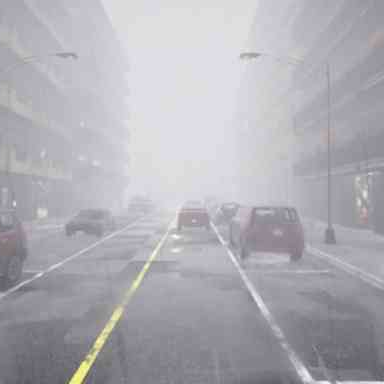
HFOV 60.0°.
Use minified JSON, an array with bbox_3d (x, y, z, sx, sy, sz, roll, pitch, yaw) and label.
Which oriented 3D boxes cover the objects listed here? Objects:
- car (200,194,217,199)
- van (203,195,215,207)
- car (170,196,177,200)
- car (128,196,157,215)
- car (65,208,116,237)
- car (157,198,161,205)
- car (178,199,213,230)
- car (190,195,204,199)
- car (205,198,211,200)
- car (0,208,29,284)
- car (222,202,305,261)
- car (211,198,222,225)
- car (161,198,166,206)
[{"bbox_3d":[2.583,1.328,45.483,2.192,1.841,5.009,1,0,0],"label":"car"},{"bbox_3d":[2.585,1.364,51.015,1.690,1.788,3.998,1,0,0],"label":"van"},{"bbox_3d":[-5.237,1.690,94.685,1.947,1.339,4.313,1,0,0],"label":"car"},{"bbox_3d":[-5.270,1.313,34.480,2.192,1.841,5.009,1,0,0],"label":"car"},{"bbox_3d":[-5.286,1.556,17.891,1.947,1.339,4.313,1,0,0],"label":"car"},{"bbox_3d":[-5.272,1.549,40.012,1.887,1.381,4.507,1,0,0],"label":"car"},{"bbox_3d":[0.113,1.467,20.914,1.882,1.535,5.008,0,0,0],"label":"car"},{"bbox_3d":[0.127,1.481,39.084,1.882,1.535,5.008,0,0,0],"label":"car"},{"bbox_3d":[2.570,1.579,34.420,1.802,1.307,4.206,1,0,0],"label":"car"},{"bbox_3d":[-5.287,1.310,6.828,2.192,1.841,5.009,1,0,0],"label":"car"},{"bbox_3d":[2.562,1.306,12.294,2.192,1.841,5.009,1,0,0],"label":"car"},{"bbox_3d":[2.566,1.431,23.357,1.967,1.590,4.097,1,0,0],"label":"car"},{"bbox_3d":[-5.263,1.618,56.605,1.802,1.307,4.206,1,0,0],"label":"car"}]
